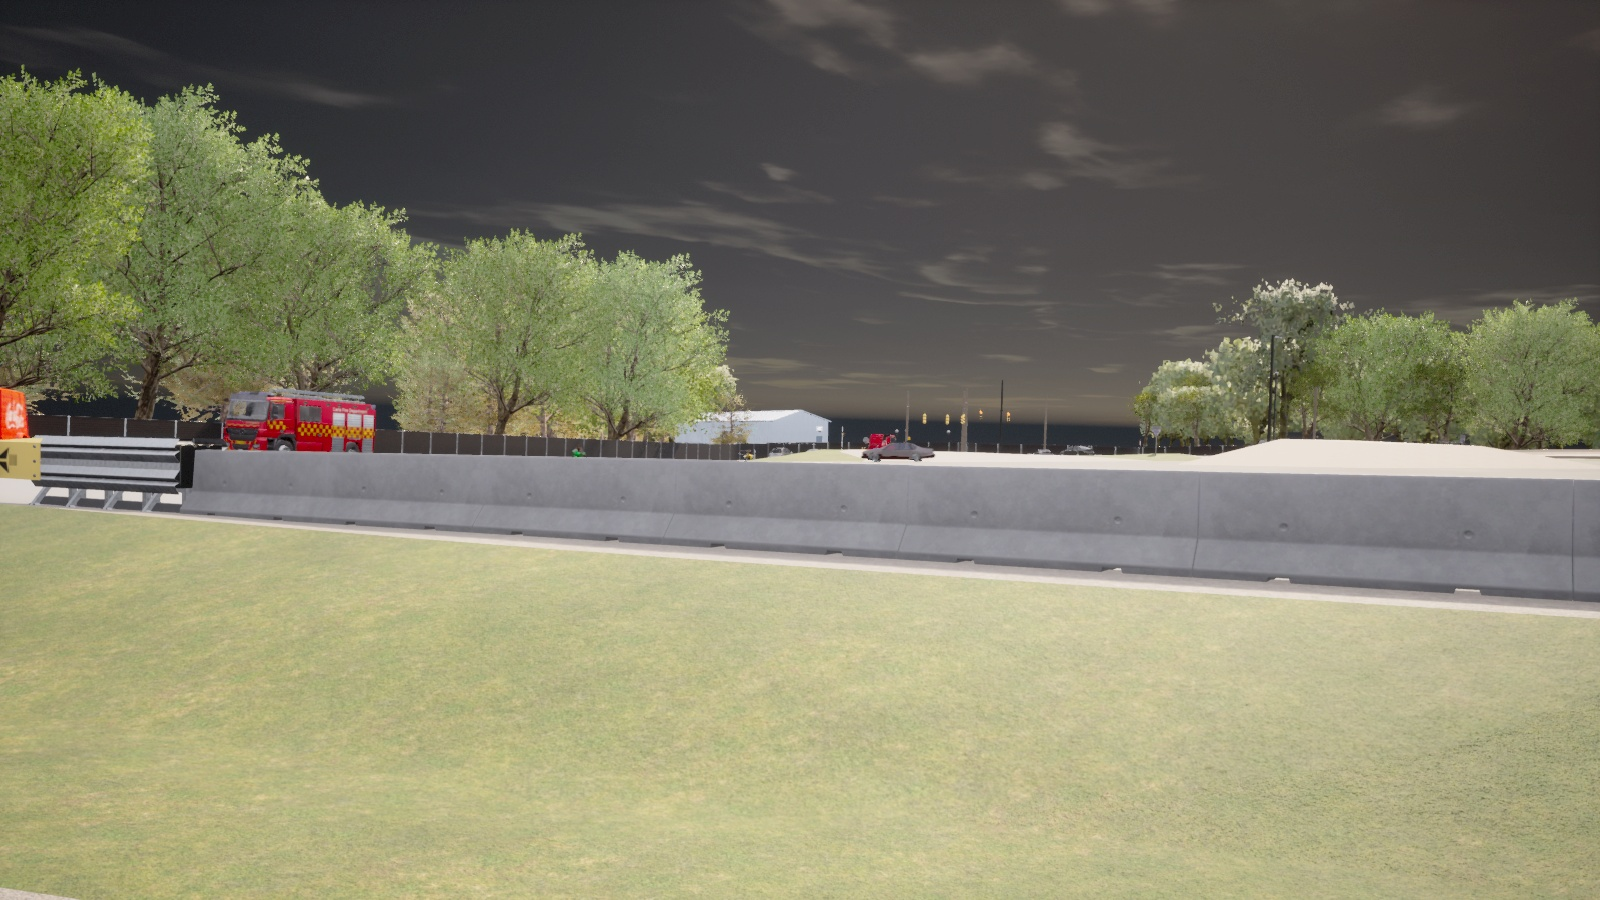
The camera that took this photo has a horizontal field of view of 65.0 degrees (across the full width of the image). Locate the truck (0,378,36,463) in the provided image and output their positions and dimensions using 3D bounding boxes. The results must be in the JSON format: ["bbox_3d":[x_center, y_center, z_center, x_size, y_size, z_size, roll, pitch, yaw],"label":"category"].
[{"bbox_3d":[-25.401,-0.879,38.353,2.627,2.467,5.204,1,0,-21],"label":"truck"}]

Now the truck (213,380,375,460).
[{"bbox_3d":[-27.432,-1.529,68.667,2.891,3.827,8.468,4,0,23],"label":"truck"}]

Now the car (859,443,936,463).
[{"bbox_3d":[7.071,0.223,90.538,5.357,1.411,2.033,0,0,9],"label":"car"}]
